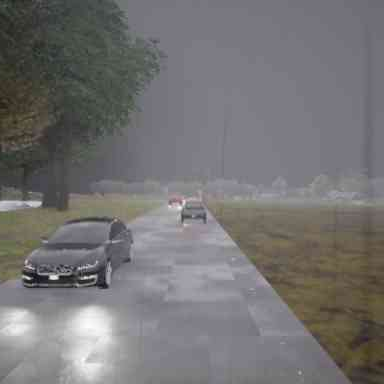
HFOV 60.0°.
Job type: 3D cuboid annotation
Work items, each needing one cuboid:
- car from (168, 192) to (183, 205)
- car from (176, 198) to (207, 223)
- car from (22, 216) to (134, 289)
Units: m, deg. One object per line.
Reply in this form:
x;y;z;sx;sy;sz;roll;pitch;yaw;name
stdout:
-2.721;1.065;55.025;2.150;2.045;5.566;0;0;0;car
0.115;1.460;25.314;2.128;1.511;4.902;0;0;0;car
-2.840;1.501;9.297;1.837;1.490;4.892;0;0;0;car
